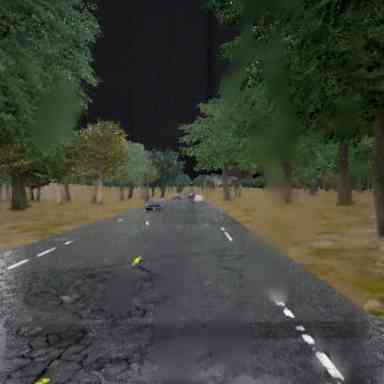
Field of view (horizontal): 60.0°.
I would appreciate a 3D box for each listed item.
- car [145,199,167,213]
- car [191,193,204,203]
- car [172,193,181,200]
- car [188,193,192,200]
[{"bbox_3d":[-3.589,1.369,33.878,1.895,1.301,4.718,0,0,0],"label":"car"},{"bbox_3d":[1.236,1.197,60.807,1.812,1.442,4.674,0,0,0],"label":"car"},{"bbox_3d":[-3.487,0.994,74.410,1.882,1.535,5.008,0,0,0],"label":"car"},{"bbox_3d":[0.014,0.964,77.854,1.882,1.535,5.008,0,0,0],"label":"car"}]
